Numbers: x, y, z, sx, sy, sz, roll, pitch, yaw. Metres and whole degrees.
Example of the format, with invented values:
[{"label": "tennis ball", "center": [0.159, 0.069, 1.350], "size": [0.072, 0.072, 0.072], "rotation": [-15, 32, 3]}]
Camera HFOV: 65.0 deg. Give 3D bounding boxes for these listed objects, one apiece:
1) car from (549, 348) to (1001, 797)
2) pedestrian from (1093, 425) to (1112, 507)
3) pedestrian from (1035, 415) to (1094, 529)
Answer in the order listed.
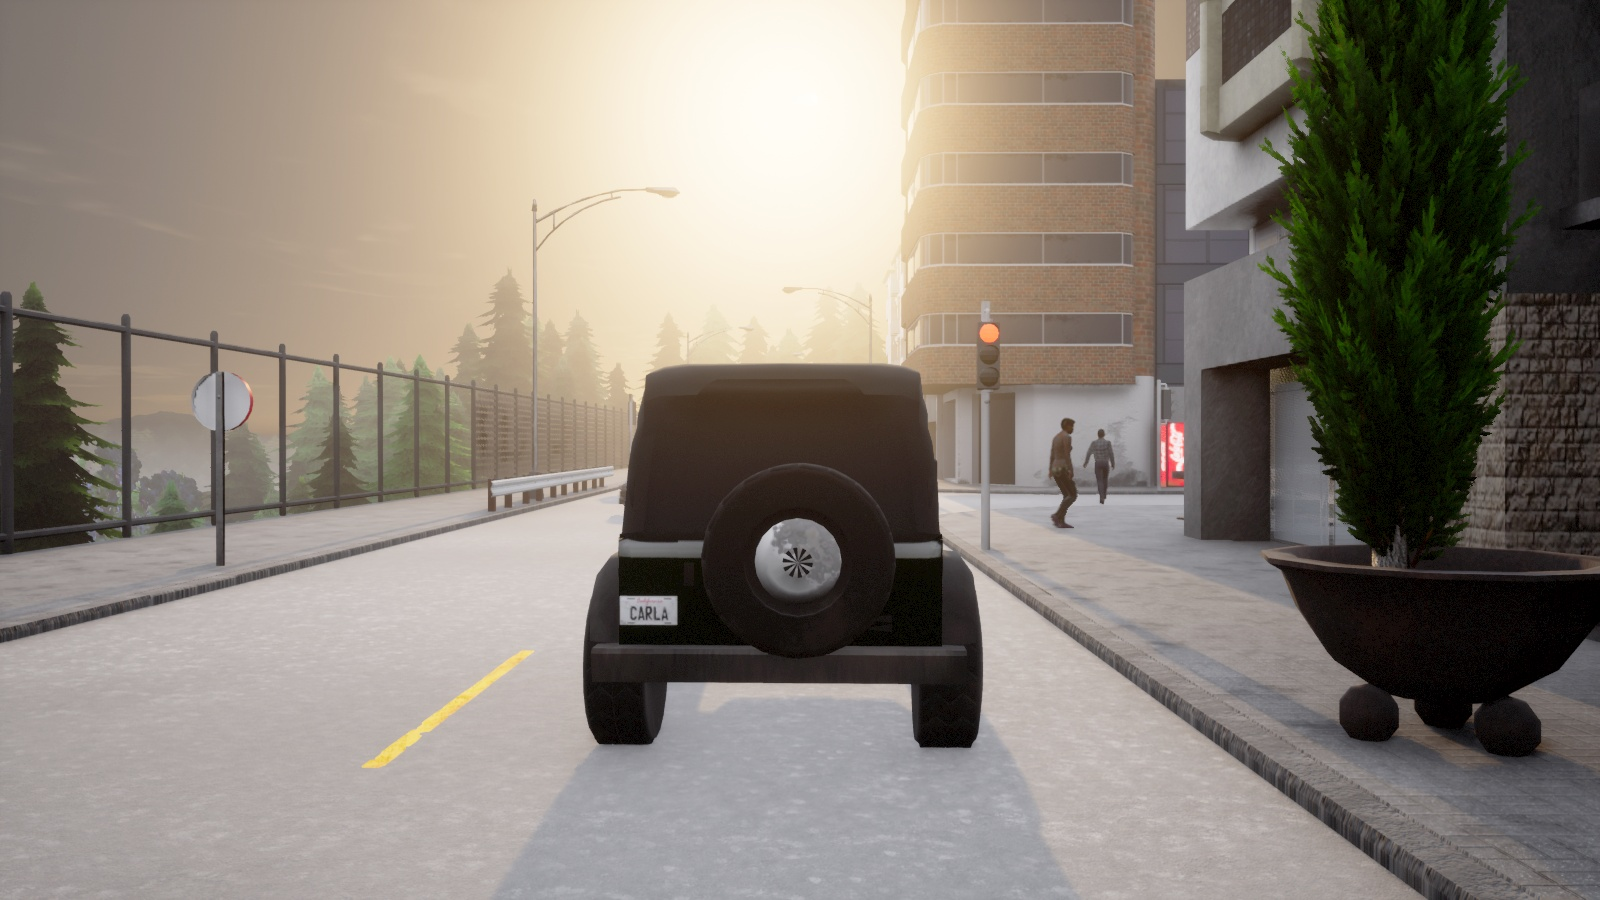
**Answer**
[{"label": "car", "center": [-0.029, 0.502, 7.220], "size": [1.905, 1.878, 3.866], "rotation": [0, 0, 2]}, {"label": "pedestrian", "center": [7.325, 0.380, 30.443], "size": [0.423, 1.949, 0.788], "rotation": [0, 0, 12]}, {"label": "pedestrian", "center": [4.242, 0.346, 20.156], "size": [0.869, 1.805, 0.328], "rotation": [0, 0, -11]}]
